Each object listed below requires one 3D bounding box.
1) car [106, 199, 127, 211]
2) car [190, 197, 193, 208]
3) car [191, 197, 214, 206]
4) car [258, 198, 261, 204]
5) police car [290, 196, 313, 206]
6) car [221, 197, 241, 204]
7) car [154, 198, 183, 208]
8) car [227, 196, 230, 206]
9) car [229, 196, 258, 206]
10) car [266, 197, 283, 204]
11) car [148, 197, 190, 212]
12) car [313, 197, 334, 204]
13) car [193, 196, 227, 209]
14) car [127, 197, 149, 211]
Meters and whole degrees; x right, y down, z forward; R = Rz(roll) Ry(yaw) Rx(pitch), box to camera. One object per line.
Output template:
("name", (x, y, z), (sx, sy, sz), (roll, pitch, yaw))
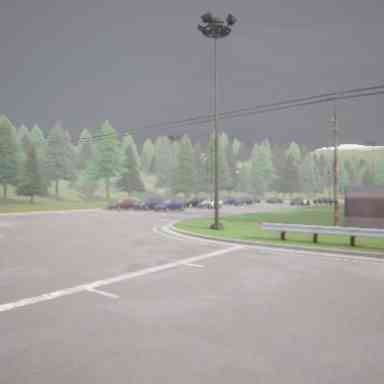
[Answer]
("car", (-8.851, 1.595, 42.881), (1.812, 1.442, 4.674), (0, 0, 36))
("car", (0.012, 1.539, 49.139), (1.882, 1.535, 5.008), (0, 0, 36))
("car", (1.847, 1.633, 57.567), (1.994, 1.385, 4.181), (0, 0, 36))
("car", (11.828, 1.624, 65.078), (1.994, 1.385, 4.181), (0, 0, 37))
("police car", (18.147, 1.542, 56.130), (2.038, 1.542, 4.974), (0, 0, 36))
("car", (7.701, 1.632, 65.529), (1.994, 1.385, 4.181), (0, 0, 37))
("car", (-3.500, 1.670, 50.252), (1.895, 1.301, 4.718), (0, 0, 36))
("car", (5.860, 1.413, 57.142), (2.097, 1.767, 4.553), (0, 0, 36))
("car", (8.645, 1.558, 55.045), (1.837, 1.490, 4.892), (0, 0, 37))
("car", (15.966, 1.616, 64.417), (1.994, 1.385, 4.181), (0, 0, 41))
("car", (-2.626, 1.580, 39.545), (1.812, 1.442, 4.674), (0, 0, 36))
("car", (24.957, 1.636, 63.222), (4.718, 1.301, 1.895), (0, 0, -37))
("car", (2.576, 1.580, 46.732), (1.812, 1.442, 4.674), (0, 0, 36))
("car", (-5.382, 1.414, 41.703), (2.097, 1.767, 4.553), (0, 0, 36))
